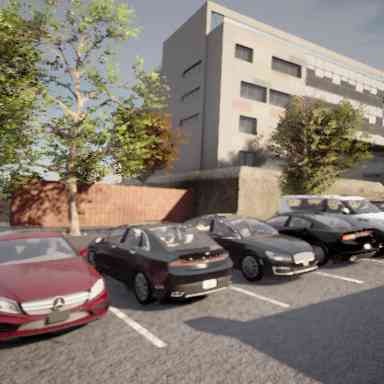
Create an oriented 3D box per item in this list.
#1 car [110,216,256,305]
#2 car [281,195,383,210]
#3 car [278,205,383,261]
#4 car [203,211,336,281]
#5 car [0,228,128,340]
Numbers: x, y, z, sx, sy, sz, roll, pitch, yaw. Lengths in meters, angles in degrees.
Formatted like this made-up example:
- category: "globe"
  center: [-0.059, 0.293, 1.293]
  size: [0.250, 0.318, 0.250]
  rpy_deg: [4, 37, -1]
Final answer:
- category: "car"
  center: [-1.067, 1.454, 8.197]
  size: [2.231, 1.521, 4.892]
  rpy_deg: [0, 0, -35]
- category: "car"
  center: [5.871, 1.144, 13.115]
  size: [2.435, 2.045, 5.566]
  rpy_deg: [0, 0, -35]
- category: "car"
  center: [3.583, 1.414, 11.512]
  size: [2.097, 1.535, 5.008]
  rpy_deg: [0, 0, -35]
- category: "car"
  center: [1.302, 1.434, 9.901]
  size: [2.231, 1.521, 4.892]
  rpy_deg: [0, 0, -35]
- category: "car"
  center: [-3.245, 1.511, 6.654]
  size: [2.002, 1.452, 4.674]
  rpy_deg: [0, 0, -35]
